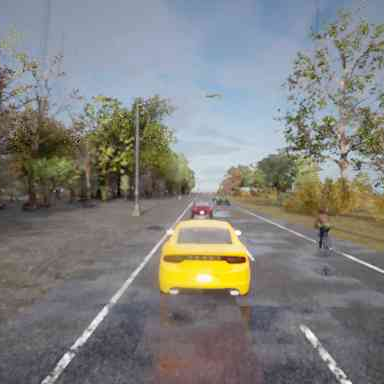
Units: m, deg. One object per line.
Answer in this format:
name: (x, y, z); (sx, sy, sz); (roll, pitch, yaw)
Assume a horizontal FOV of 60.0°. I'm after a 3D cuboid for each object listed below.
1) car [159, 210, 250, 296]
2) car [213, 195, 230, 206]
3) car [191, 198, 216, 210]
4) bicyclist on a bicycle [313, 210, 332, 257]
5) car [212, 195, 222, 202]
car: (0.305, 1.465, 8.707); (1.882, 1.535, 5.008); (1, 0, 2)
car: (5.109, 1.308, 55.224); (2.097, 1.767, 4.553); (1, 0, 2)
car: (0.879, 1.485, 29.195); (1.812, 1.442, 4.674); (1, 0, 2)
bicyclist on a bicycle: (4.773, 1.476, 12.157); (0.582, 1.620, 1.656); (1, 0, 2)
car: (5.520, 1.484, 73.593); (1.994, 1.385, 4.181); (1, 0, 2)
